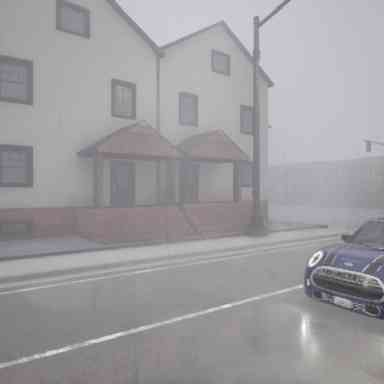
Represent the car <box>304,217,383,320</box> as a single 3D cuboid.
[{"bbox_3d":[4.483,1.349,7.152,4.553,1.767,2.097,0,0,-35],"label":"car"}]
